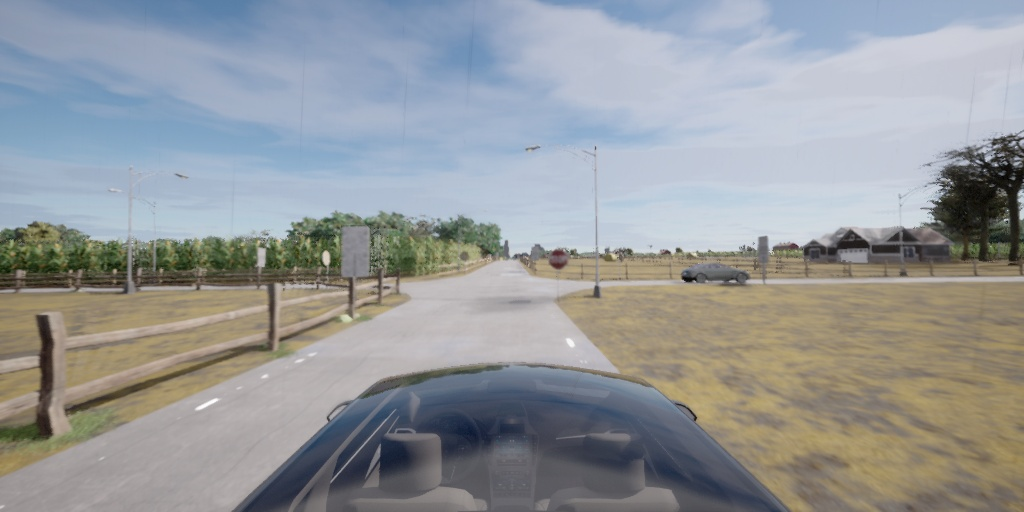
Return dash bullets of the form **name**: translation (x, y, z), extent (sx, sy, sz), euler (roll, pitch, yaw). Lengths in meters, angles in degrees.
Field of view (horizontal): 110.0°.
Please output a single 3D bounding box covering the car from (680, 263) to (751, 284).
- **car**: translation (13.878, 1.152, 24.614), extent (4.181, 1.385, 1.994), euler (-1, -2, 0)
